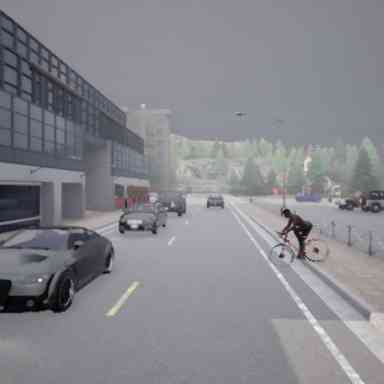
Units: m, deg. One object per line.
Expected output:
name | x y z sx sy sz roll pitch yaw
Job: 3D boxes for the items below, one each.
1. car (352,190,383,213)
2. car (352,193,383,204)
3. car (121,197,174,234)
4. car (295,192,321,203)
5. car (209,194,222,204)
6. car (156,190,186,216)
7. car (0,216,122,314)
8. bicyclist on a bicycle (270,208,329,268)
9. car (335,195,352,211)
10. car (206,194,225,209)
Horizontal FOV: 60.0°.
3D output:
car | 16.058 0.783 27.945 3.866 1.878 1.905 0 1 4
car | 24.480 0.889 45.912 3.806 1.475 1.970 0 1 4
car | -2.472 1.271 17.643 2.128 1.511 4.902 0 1 4
car | 17.286 0.822 49.403 3.633 1.501 1.845 0 1 4
car | 3.488 1.004 49.758 1.895 1.301 4.718 0 1 4
car | -1.724 0.878 27.994 2.150 2.045 5.566 0 1 4
car | -3.190 1.466 7.405 1.994 1.385 4.181 0 1 4
bicyclist on a bicycle | 2.915 1.254 9.287 1.656 1.620 0.582 -9 0 4
car | 15.850 0.767 30.872 4.605 1.855 1.932 0 1 4
car | 2.627 1.042 37.450 2.128 1.511 4.902 0 1 4
